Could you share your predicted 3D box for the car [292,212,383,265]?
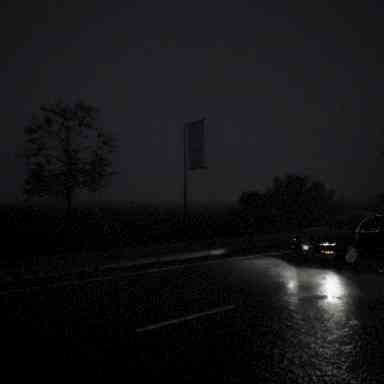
[{"bbox_3d":[5.620,1.478,11.578,4.892,1.490,1.837,0,0,-31],"label":"car"}]
